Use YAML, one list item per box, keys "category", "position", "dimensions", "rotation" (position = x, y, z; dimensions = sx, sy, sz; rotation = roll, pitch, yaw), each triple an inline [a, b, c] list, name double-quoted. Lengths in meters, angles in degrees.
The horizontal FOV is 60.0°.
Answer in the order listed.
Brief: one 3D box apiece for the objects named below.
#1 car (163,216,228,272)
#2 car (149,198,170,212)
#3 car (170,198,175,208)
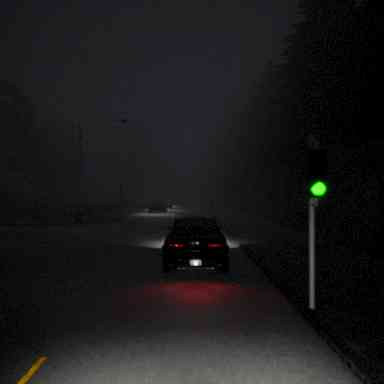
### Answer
- category: "car"
  position: [0.097, 1.544, 10.943]
  dimensions: [1.837, 1.490, 4.892]
  rotation: [0, 0, 0]
- category: "car"
  position: [-4.093, 1.615, 40.341]
  dimensions: [1.882, 1.535, 5.008]
  rotation: [0, 0, 0]
- category: "car"
  position: [-4.070, 1.647, 49.686]
  dimensions: [1.882, 1.535, 5.008]
  rotation: [0, 0, 0]
